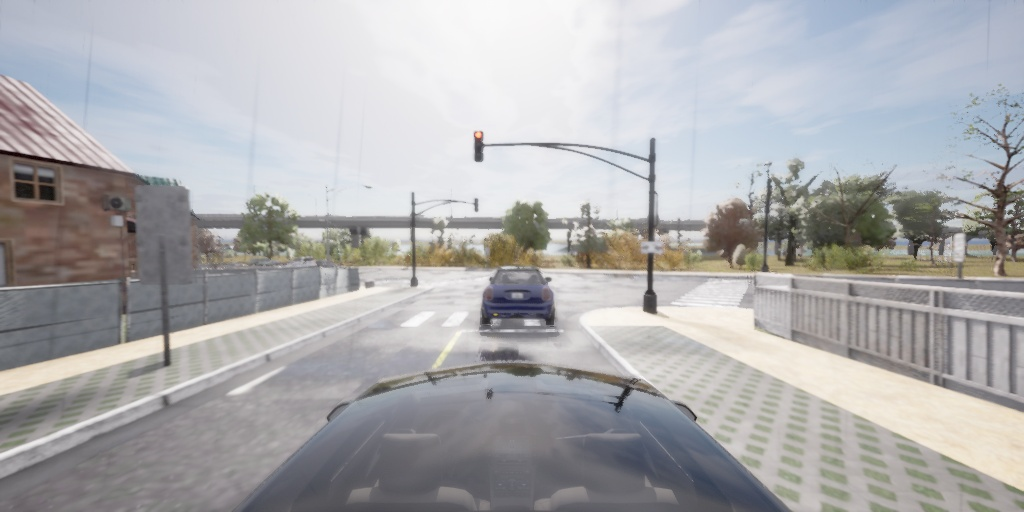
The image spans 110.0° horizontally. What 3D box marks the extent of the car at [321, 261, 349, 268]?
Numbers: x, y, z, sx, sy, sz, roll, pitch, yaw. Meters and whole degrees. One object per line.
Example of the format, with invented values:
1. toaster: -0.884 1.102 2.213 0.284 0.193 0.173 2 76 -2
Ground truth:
1. car: -21.097 1.561 42.179 4.718 1.301 1.895 0 2 36

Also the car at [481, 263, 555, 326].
1. car: 0.271 1.100 11.875 2.097 1.767 4.553 0 0 3

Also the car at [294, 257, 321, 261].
1. car: -31.560 1.182 53.944 5.566 2.045 2.150 0 2 37

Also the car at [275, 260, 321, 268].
1. car: -24.089 1.571 40.335 4.902 1.511 2.128 0 2 36

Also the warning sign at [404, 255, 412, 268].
1. warning sign: -14.266 0.745 48.897 1.060 1.860 1.300 0 0 36
